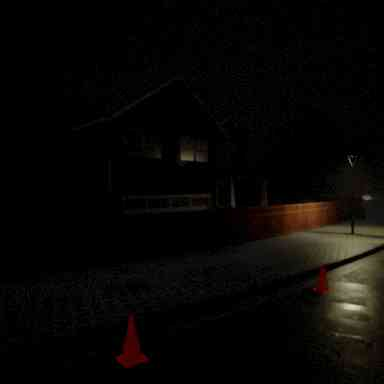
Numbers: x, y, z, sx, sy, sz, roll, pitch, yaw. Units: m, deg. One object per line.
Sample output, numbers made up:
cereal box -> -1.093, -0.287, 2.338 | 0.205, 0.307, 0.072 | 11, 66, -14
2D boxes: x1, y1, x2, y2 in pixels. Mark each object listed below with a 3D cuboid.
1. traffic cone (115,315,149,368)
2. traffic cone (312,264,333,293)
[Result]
traffic cone -> -0.806, 1.944, 4.443 | 0.340, 0.580, 0.340 | 0, 0, -37
traffic cone -> 2.951, 1.915, 7.504 | 0.340, 0.580, 0.340 | 0, 0, -41
